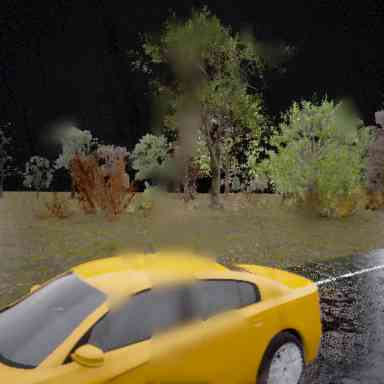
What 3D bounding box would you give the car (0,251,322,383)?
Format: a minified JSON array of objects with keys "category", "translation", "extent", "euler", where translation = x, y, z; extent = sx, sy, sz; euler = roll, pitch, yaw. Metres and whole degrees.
[{"category":"car","translation":[-0.709,1.478,3.483],"extent":[5.008,1.535,1.882],"euler":[0,0,-35]}]
